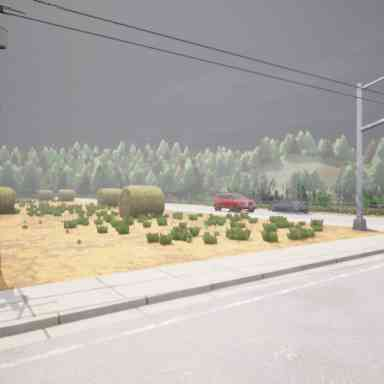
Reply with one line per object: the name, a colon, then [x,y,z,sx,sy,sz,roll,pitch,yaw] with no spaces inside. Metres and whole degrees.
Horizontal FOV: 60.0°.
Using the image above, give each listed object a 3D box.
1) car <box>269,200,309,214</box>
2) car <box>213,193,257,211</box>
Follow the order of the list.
car: [9.957,1.524,34.437,1.994,1.385,4.181,0,0,-33]
car: [4.531,1.181,36.043,2.150,2.045,5.566,0,0,-33]
